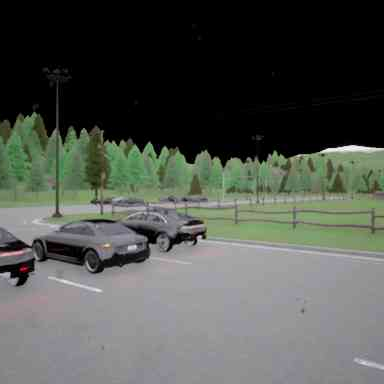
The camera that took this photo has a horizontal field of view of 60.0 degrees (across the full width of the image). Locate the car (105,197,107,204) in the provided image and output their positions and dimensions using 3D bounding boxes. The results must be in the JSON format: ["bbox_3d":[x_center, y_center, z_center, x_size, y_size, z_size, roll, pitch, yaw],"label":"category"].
[{"bbox_3d":[-11.202,1.477,53.690,1.812,1.442,4.674,0,0,37],"label":"car"}]

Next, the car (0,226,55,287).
[{"bbox_3d":[-5.750,1.480,8.094,4.902,1.511,2.128,0,0,36],"label":"car"}]

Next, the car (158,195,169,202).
[{"bbox_3d":[-4.891,1.450,67.999,1.837,1.490,4.892,0,0,37],"label":"car"}]

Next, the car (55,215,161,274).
[{"bbox_3d":[-3.320,1.553,10.653,4.181,1.385,1.994,0,0,36],"label":"car"}]

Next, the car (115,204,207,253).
[{"bbox_3d":[-1.677,1.480,13.786,4.902,1.511,2.128,0,0,36],"label":"car"}]

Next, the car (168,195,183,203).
[{"bbox_3d":[-1.783,1.443,66.360,2.128,1.511,4.902,0,0,37],"label":"car"}]

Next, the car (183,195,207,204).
[{"bbox_3d":[0.958,1.308,64.203,2.097,1.767,4.553,0,0,37],"label":"car"}]

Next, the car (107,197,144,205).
[{"bbox_3d":[-9.600,1.502,49.983,2.033,1.411,5.357,0,0,36],"label":"car"}]

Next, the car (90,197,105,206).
[{"bbox_3d":[-14.297,1.494,55.383,2.033,1.411,5.357,0,0,37],"label":"car"}]
